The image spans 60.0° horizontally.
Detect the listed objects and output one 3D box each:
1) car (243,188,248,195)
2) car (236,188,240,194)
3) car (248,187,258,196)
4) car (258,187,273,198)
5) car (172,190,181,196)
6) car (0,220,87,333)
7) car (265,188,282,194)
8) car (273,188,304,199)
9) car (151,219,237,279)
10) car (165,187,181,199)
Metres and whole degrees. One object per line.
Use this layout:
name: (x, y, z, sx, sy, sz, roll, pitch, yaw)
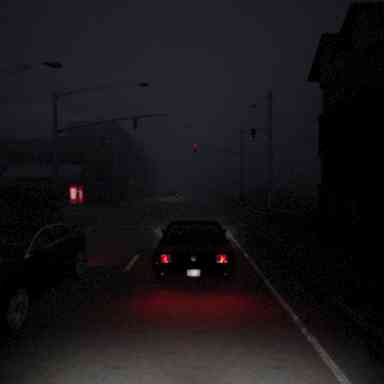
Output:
car: (13.758, -0.202, 71.482, 4.605, 1.855, 1.932, 0, 1, 0)
car: (13.895, -0.266, 90.068, 3.633, 1.501, 1.845, 0, 1, 0)
car: (14.171, -0.169, 68.577, 3.866, 1.878, 1.905, 0, 1, 0)
car: (14.171, 0.143, 55.786, 5.027, 1.636, 2.152, 0, 1, 0)
car: (-3.492, 0.204, 75.277, 1.895, 1.301, 4.718, 0, 1, 0)
car: (-3.583, 1.367, 6.631, 2.128, 1.511, 4.902, 0, 1, 0)
car: (21.316, -0.201, 87.088, 3.806, 1.475, 1.970, 0, 1, 0)
car: (14.494, 0.339, 49.371, 3.806, 1.475, 1.970, 0, 1, 0)
car: (0.059, 1.425, 9.412, 1.895, 1.301, 4.718, 0, 1, 1)
car: (-3.537, 0.118, 59.908, 2.150, 2.045, 5.566, 0, 1, 1)
